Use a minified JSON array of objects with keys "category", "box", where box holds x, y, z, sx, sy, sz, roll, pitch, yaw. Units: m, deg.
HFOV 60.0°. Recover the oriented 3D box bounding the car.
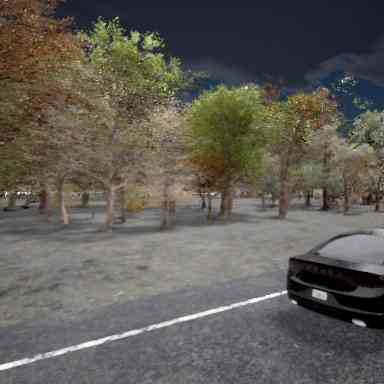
[{"category":"car","box":[4.053,1.486,6.729,5.008,1.535,1.882,0,0,-35]}]
